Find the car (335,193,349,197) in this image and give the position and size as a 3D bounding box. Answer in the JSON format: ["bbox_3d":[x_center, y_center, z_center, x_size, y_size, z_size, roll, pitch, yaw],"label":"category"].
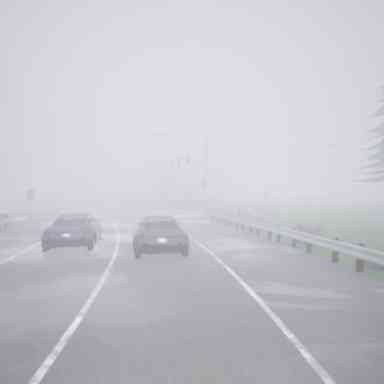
[{"bbox_3d":[38.350,1.273,84.393,5.566,2.045,2.150,0,0,-39],"label":"car"}]

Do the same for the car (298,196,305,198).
[{"bbox_3d":[25.320,1.599,75.691,4.674,1.442,1.812,0,0,-24],"label":"car"}]

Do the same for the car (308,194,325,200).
[{"bbox_3d":[33.540,1.344,89.480,4.553,1.767,2.097,0,0,-39],"label":"car"}]

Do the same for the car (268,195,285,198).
[{"bbox_3d":[20.470,1.458,81.103,4.553,1.767,2.097,0,0,-24],"label":"car"}]

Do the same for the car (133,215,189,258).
[{"bbox_3d":[-1.307,1.596,13.115,1.994,1.385,4.181,0,0,-9],"label":"car"}]

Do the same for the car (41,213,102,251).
[{"bbox_3d":[-5.091,1.612,14.517,1.994,1.385,4.181,0,0,-10],"label":"car"}]

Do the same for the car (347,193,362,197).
[{"bbox_3d":[40.708,1.585,81.806,4.181,1.385,1.994,0,0,-39],"label":"car"}]

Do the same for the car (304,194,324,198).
[{"bbox_3d":[27.638,1.657,72.905,4.718,1.301,1.895,0,0,-28],"label":"car"}]
